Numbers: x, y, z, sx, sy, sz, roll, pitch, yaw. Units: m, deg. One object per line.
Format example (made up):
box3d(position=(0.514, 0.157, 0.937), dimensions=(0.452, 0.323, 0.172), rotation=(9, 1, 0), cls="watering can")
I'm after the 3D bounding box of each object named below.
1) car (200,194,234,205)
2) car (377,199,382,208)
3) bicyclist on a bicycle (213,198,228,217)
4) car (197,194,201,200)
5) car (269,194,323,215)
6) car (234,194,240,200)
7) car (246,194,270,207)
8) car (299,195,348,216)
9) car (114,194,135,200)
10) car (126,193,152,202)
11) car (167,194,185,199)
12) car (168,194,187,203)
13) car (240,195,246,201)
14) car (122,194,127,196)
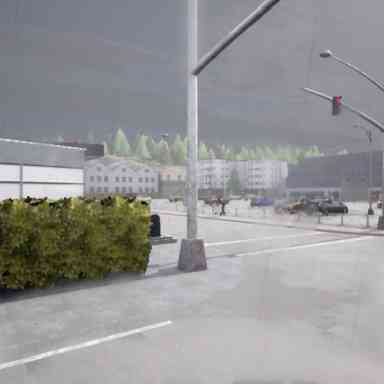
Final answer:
box3d(position=(4.147, 1.298, 54.832), dimensions=(4.514, 1.523, 2.007), rotation=(0, 0, -35), cls="car")
box3d(position=(25.707, 1.384, 43.066), dimensions=(3.806, 1.475, 1.970), rotation=(0, 0, -35), cls="car")
box3d(position=(2.394, 1.300, 28.039), dimensions=(1.656, 1.620, 0.582), rotation=(0, 0, -35), cls="bicyclist on a bicycle")
box3d(position=(1.842, 1.298, 76.876), dimensions=(4.514, 1.523, 2.007), rotation=(0, 0, -35), cls="car")
box3d(position=(10.314, 1.330, 32.506), dimensions=(5.027, 1.636, 2.152), rotation=(0, 0, -35), cls="car")
box3d(position=(9.719, 1.232, 77.905), dimensions=(3.806, 1.475, 1.970), rotation=(0, 0, -35), cls="car")
box3d(position=(9.830, 1.319, 46.612), dimensions=(3.633, 1.501, 1.845), rotation=(0, 0, -35), cls="car")
box3d(position=(12.152, 1.339, 29.963), dimensions=(4.514, 1.523, 2.007), rotation=(0, 0, -35), cls="car")
box3d(position=(-17.561, 1.308, 86.446), dimensions=(4.892, 1.490, 1.837), rotation=(0, 0, -35), cls="car")
box3d(position=(-9.329, 1.361, 60.572), dimensions=(3.806, 1.475, 1.970), rotation=(0, 0, -35), cls="car")
box3d(position=(-4.598, 1.324, 95.438), dimensions=(4.902, 1.511, 2.128), rotation=(0, 0, -35), cls="car")
box3d(position=(-2.397, 1.097, 65.455), dimensions=(4.605, 1.855, 1.932), rotation=(0, 0, -35), cls="car")
box3d(position=(13.656, 1.153, 72.827), dimensions=(5.027, 1.636, 2.152), rotation=(0, 0, -35), cls="car")
box3d(position=(-10.730, 1.077, 63.648), dimensions=(3.866, 1.878, 1.905), rotation=(0, 0, -35), cls="car")
